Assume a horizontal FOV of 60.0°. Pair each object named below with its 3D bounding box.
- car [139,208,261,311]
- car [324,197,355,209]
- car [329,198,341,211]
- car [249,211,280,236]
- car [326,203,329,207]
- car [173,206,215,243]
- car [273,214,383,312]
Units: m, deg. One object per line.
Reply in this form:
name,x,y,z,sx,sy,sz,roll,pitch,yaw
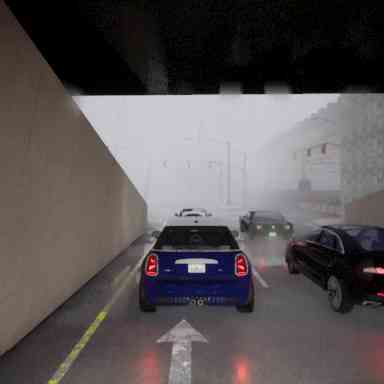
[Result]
car,0.084,1.352,7.920,2.097,1.767,4.553,0,0,0
car,17.552,1.293,39.403,1.853,1.218,4.536,0,0,45
car,17.414,1.451,34.759,2.038,1.542,4.974,0,0,-35
car,3.591,1.600,16.980,1.895,1.301,4.718,0,0,0
car,17.516,1.450,39.366,2.038,1.542,4.974,0,0,45
car,0.069,1.525,16.972,1.812,1.442,4.674,0,0,0
car,3.583,1.491,7.654,2.128,1.511,4.902,0,0,0
